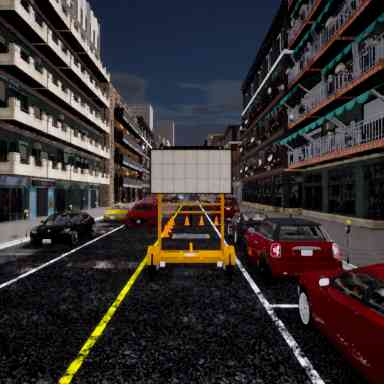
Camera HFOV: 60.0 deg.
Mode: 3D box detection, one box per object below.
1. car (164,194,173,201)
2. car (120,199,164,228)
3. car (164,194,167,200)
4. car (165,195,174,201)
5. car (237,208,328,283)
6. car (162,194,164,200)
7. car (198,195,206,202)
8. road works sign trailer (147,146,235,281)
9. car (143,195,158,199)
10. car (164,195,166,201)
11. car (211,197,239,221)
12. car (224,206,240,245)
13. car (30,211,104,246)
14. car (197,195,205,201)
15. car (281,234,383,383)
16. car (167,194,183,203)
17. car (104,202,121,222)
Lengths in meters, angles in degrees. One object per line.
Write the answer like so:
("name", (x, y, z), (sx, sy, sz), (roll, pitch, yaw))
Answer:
("car", (-5.927, 1.414, 82.927), (1.967, 1.590, 4.097), (0, 0, 0))
("car", (-3.163, 1.476, 22.146), (1.882, 1.535, 5.008), (0, 0, 0))
("car", (-5.910, 1.292, 77.292), (2.192, 1.841, 5.009), (0, 0, 0))
("car", (-5.944, 1.516, 88.565), (1.887, 1.381, 4.507), (0, 0, 0))
("car", (2.665, 1.440, 9.676), (1.967, 1.590, 4.097), (0, 0, 0))
("car", (-5.829, 1.305, 49.110), (2.192, 1.841, 5.009), (0, 0, 0))
("car", (2.469, 1.502, 77.482), (1.752, 1.417, 4.829), (0, 0, 0))
("road works sign trailer", (-0.027, 0.464, 9.800), (2.380, 3.560, 2.880), (0, 0, 0))
("car", (-5.813, 1.432, 43.474), (1.967, 1.590, 4.097), (0, 0, 0))
("car", (-5.847, 1.569, 54.747), (1.802, 1.307, 4.206), (0, 0, 0))
("car", (2.617, 1.312, 26.585), (2.192, 1.841, 5.009), (0, 0, 0))
("car", (2.649, 1.550, 15.312), (2.008, 1.369, 4.403), (0, 0, 0))
("car", (-5.732, 1.565, 15.290), (1.947, 1.339, 4.313), (0, 0, 0))
("car", (2.437, 1.516, 88.585), (1.887, 1.381, 4.507), (0, 0, 0))
("car", (2.682, 1.545, 4.039), (1.887, 1.381, 4.507), (0, 0, 0))
("car", (-3.235, 1.489, 63.090), (1.837, 1.490, 4.892), (0, 0, 0))
("car", (-5.764, 1.523, 26.394), (1.752, 1.417, 4.829), (0, 0, 0))
